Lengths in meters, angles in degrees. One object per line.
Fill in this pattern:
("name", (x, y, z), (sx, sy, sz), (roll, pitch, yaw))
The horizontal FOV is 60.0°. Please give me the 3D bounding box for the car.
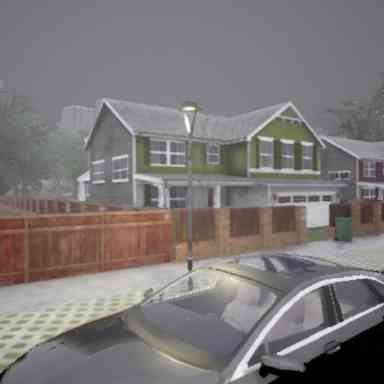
("car", (0.659, 1.493, 3.415), (4.902, 1.511, 2.128), (0, 0, -35))
